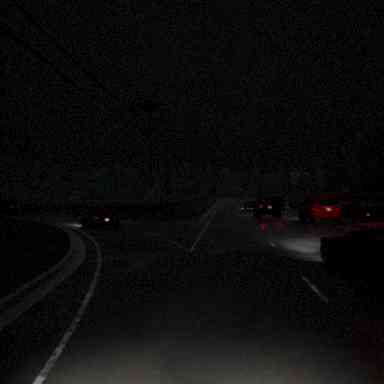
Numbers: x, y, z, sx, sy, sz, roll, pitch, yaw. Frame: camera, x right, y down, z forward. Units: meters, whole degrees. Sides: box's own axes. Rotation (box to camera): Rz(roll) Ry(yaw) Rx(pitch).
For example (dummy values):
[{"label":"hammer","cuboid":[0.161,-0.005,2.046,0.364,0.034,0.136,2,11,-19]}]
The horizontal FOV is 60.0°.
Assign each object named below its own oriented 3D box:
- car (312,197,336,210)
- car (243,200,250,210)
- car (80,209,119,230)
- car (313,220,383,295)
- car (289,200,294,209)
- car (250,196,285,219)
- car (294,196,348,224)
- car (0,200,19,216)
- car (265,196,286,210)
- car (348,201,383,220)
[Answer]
[{"label":"car","cuboid":[19.413,1.617,49.213,2.097,1.767,4.553,-1,-1,6]},{"label":"car","cuboid":[9.107,1.989,51.638,1.994,1.385,4.181,-1,-1,6]},{"label":"car","cuboid":[-6.867,1.914,24.546,1.994,1.385,4.181,0,-1,-31]},{"label":"car","cuboid":[4.837,1.631,8.651,1.895,1.301,4.718,-1,-1,6]},{"label":"car","cuboid":[16.053,1.889,50.744,1.994,1.385,4.181,-1,-1,6]},{"label":"car","cuboid":[7.160,1.469,32.174,2.150,2.045,5.566,-1,-1,5]},{"label":"car","cuboid":[10.138,1.372,26.669,2.150,2.045,5.566,-1,-1,6]},{"label":"car","cuboid":[-24.218,1.979,41.986,5.566,2.045,2.150,-1,-1,30]},{"label":"car","cuboid":[12.435,1.584,49.784,2.150,2.045,5.566,-1,-1,6]},{"label":"car","cuboid":[13.794,1.595,28.036,1.882,1.535,5.008,-1,-1,6]}]
